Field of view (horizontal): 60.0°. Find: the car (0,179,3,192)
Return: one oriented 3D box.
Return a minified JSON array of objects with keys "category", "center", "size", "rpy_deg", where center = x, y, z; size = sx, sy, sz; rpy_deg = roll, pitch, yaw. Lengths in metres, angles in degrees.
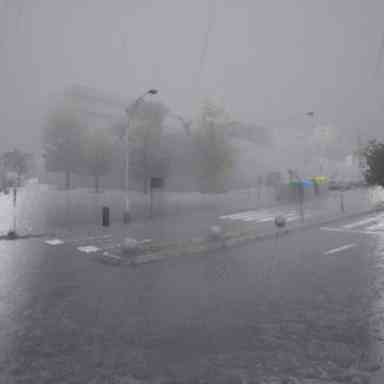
[{"category":"car","center":[-29.713,-0.441,45.656],"size":[5.566,2.045,2.435],"rpy_deg":[-1,5,-43]}]

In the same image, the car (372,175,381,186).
[{"category":"car","center":[23.876,-1.393,47.811],"size":[5.008,1.535,2.097],"rpy_deg":[-3,2,27]}]

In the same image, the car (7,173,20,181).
[{"category":"car","center":[-40.311,-2.494,70.495],"size":[5.566,2.045,2.435],"rpy_deg":[-1,5,-44]}]

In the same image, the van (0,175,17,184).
[{"category":"van","center":[-42.700,-2.923,76.008],"size":[4.442,1.987,1.878],"rpy_deg":[-1,5,-44]}]

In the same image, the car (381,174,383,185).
[{"category":"car","center":[25.946,-1.726,49.883],"size":[4.553,1.767,2.185],"rpy_deg":[-3,2,26]}]

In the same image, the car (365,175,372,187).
[{"category":"car","center":[21.747,-1.140,45.785],"size":[4.674,1.452,2.002],"rpy_deg":[-3,2,27]}]

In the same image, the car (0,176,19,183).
[{"category":"car","center":[-44.149,-2.917,78.534],"size":[5.366,1.575,1.946],"rpy_deg":[-1,5,-44]}]

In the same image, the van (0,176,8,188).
[{"category":"van","center":[-33.095,-1.102,54.040],"size":[4.442,1.987,1.878],"rpy_deg":[-1,5,-43]}]

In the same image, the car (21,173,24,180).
[{"category":"car","center":[-45.210,-3.385,81.393],"size":[5.566,2.045,2.435],"rpy_deg":[-1,5,-44]}]

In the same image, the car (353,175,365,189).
[{"category":"car","center":[19.601,-0.966,43.755],"size":[4.892,1.521,2.231],"rpy_deg":[-3,2,28]}]

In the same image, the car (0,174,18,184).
[{"category":"car","center":[-37.884,-2.038,65.006],"size":[5.566,2.045,2.435],"rpy_deg":[-1,5,-44]}]

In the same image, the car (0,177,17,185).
[{"category":"car","center":[-41.697,-2.470,73.084],"size":[5.366,1.575,1.946],"rpy_deg":[-1,6,-44]}]

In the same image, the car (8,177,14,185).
[{"category":"car","center":[-36.699,-1.529,62.266],"size":[4.792,1.488,2.163],"rpy_deg":[-1,5,-43]}]

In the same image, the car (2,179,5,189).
[{"category":"car","center":[-32.043,-0.771,51.185],"size":[4.553,1.767,2.185],"rpy_deg":[-1,5,-43]}]

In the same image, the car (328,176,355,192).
[{"category":"car","center":[17.402,-0.720,41.779],"size":[4.792,1.488,2.163],"rpy_deg":[-3,2,28]}]

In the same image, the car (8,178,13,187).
[{"category":"car","center":[-35.523,-1.329,59.491],"size":[4.892,1.521,2.231],"rpy_deg":[-1,5,-43]}]

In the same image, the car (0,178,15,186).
[{"category":"car","center":[-39.124,-2.015,67.753],"size":[4.892,1.521,2.231],"rpy_deg":[-1,5,-44]}]
